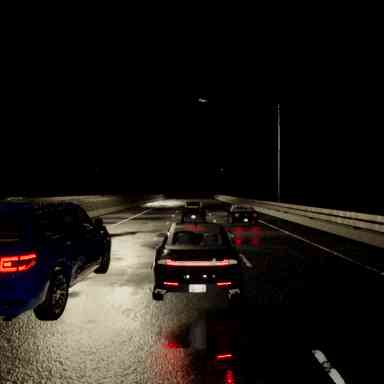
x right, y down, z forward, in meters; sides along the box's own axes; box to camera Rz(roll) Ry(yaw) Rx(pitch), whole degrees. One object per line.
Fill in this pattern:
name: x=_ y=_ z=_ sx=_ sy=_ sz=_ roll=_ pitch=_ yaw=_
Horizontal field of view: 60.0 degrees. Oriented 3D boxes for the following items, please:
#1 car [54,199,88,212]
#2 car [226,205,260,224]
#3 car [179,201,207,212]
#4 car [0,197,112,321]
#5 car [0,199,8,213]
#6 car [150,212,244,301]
car: x=-14.073 y=1.533 z=39.058 sx=2.033 sy=1.411 sz=5.357 roll=0 pitch=0 yaw=0
car: x=3.598 y=1.592 z=24.479 sx=1.895 sy=1.301 sz=4.718 roll=0 pitch=0 yaw=0
car: x=0.099 y=1.496 z=25.944 sx=1.837 sy=1.490 sz=4.892 roll=0 pitch=0 yaw=0
car: x=-3.396 y=1.219 z=7.391 sx=2.150 sy=2.045 sz=5.566 roll=0 pitch=0 yaw=0
car: x=-21.089 y=1.493 z=34.028 sx=1.837 sy=1.490 sz=4.892 roll=0 pitch=0 yaw=0
car: x=0.099 y=1.489 z=8.305 sx=2.128 sy=1.511 sz=4.902 roll=0 pitch=0 yaw=0
